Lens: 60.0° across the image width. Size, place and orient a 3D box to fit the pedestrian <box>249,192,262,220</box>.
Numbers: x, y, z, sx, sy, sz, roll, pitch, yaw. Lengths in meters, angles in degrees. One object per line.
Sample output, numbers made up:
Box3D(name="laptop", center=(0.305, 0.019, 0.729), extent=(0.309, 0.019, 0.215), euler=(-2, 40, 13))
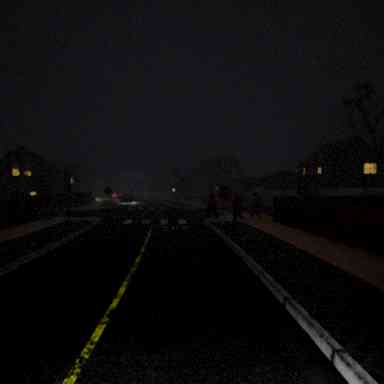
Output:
Box3D(name="pedestrian", center=(3.960, 0.844, 20.733), extent=(0.375, 1.860, 0.375), euler=(-1, 2, -6))

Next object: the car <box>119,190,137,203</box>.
Box3D(name="car", center=(-10.273, 0.856, 53.457), extent=(1.882, 1.535, 5.008), euler=(0, 0, -15))

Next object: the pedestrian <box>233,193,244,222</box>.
Box3D(name="pedestrian", center=(2.711, 0.841, 20.007), extent=(0.375, 1.860, 0.375), euler=(-1, 2, -6))

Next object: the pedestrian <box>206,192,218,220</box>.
Box3D(name="pedestrian", center=(1.261, 0.833, 21.071), extent=(0.375, 1.860, 0.375), euler=(-1, 2, -6))

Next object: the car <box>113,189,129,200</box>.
Box3D(name="car", center=(-15.012, 0.632, 68.657), extent=(2.097, 1.767, 4.553), euler=(-1, 1, -20))
